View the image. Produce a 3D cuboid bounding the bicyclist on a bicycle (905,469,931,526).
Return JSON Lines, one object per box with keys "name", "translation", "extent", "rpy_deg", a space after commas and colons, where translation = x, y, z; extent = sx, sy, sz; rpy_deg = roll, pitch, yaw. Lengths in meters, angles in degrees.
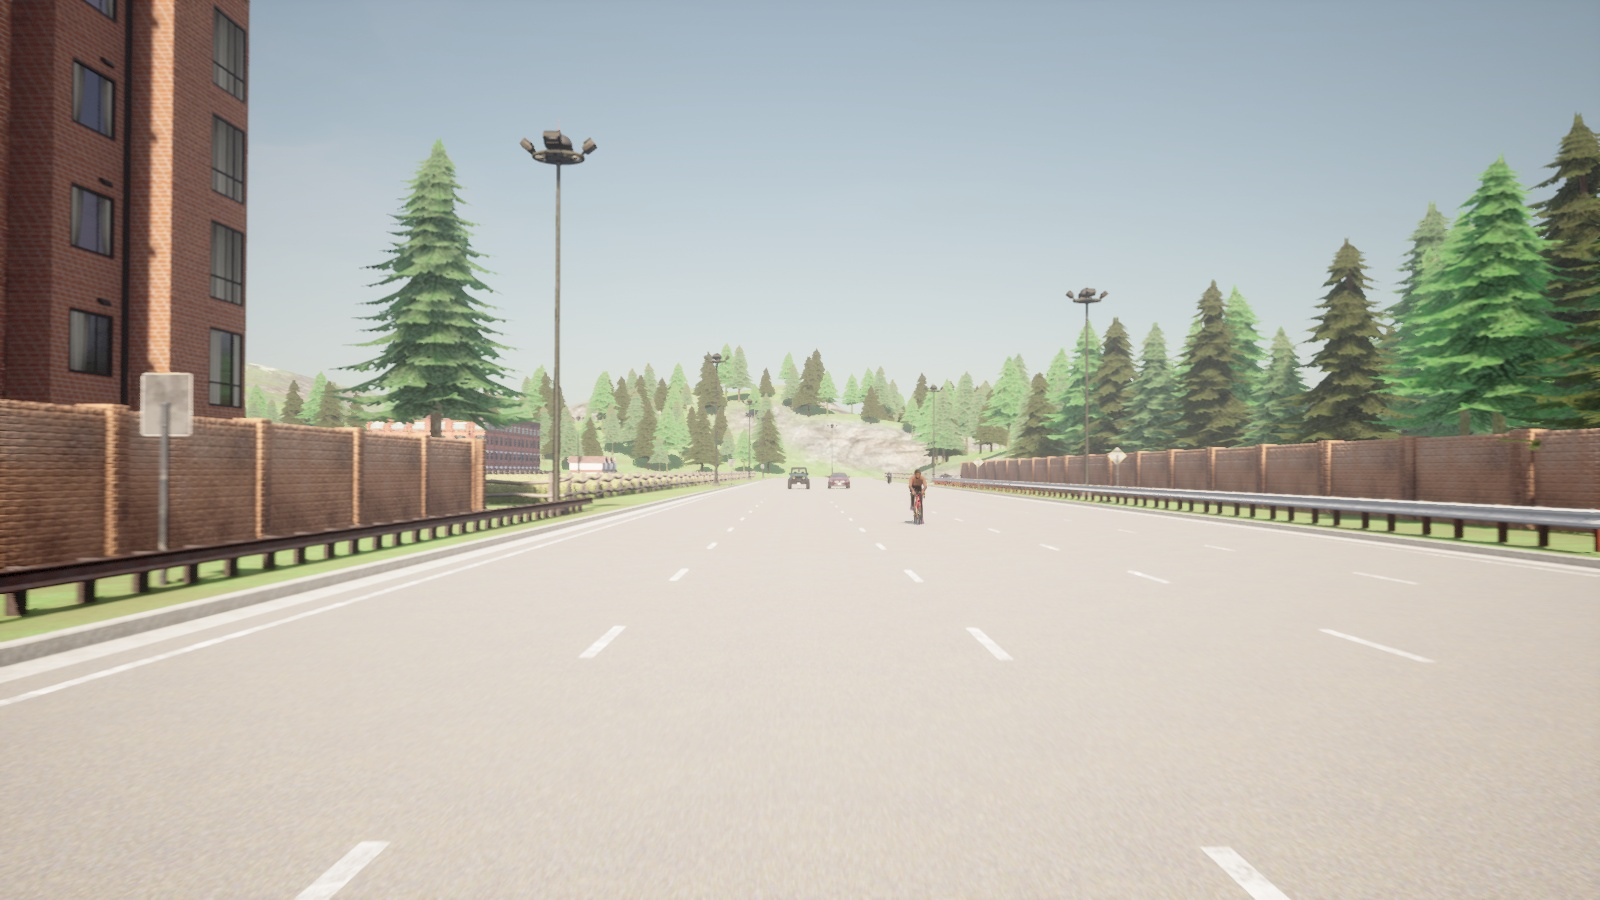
{"name": "bicyclist on a bicycle", "translation": [3.412, 1.358, 36.435], "extent": [0.582, 1.620, 1.656], "rpy_deg": [0, -1, 0]}
